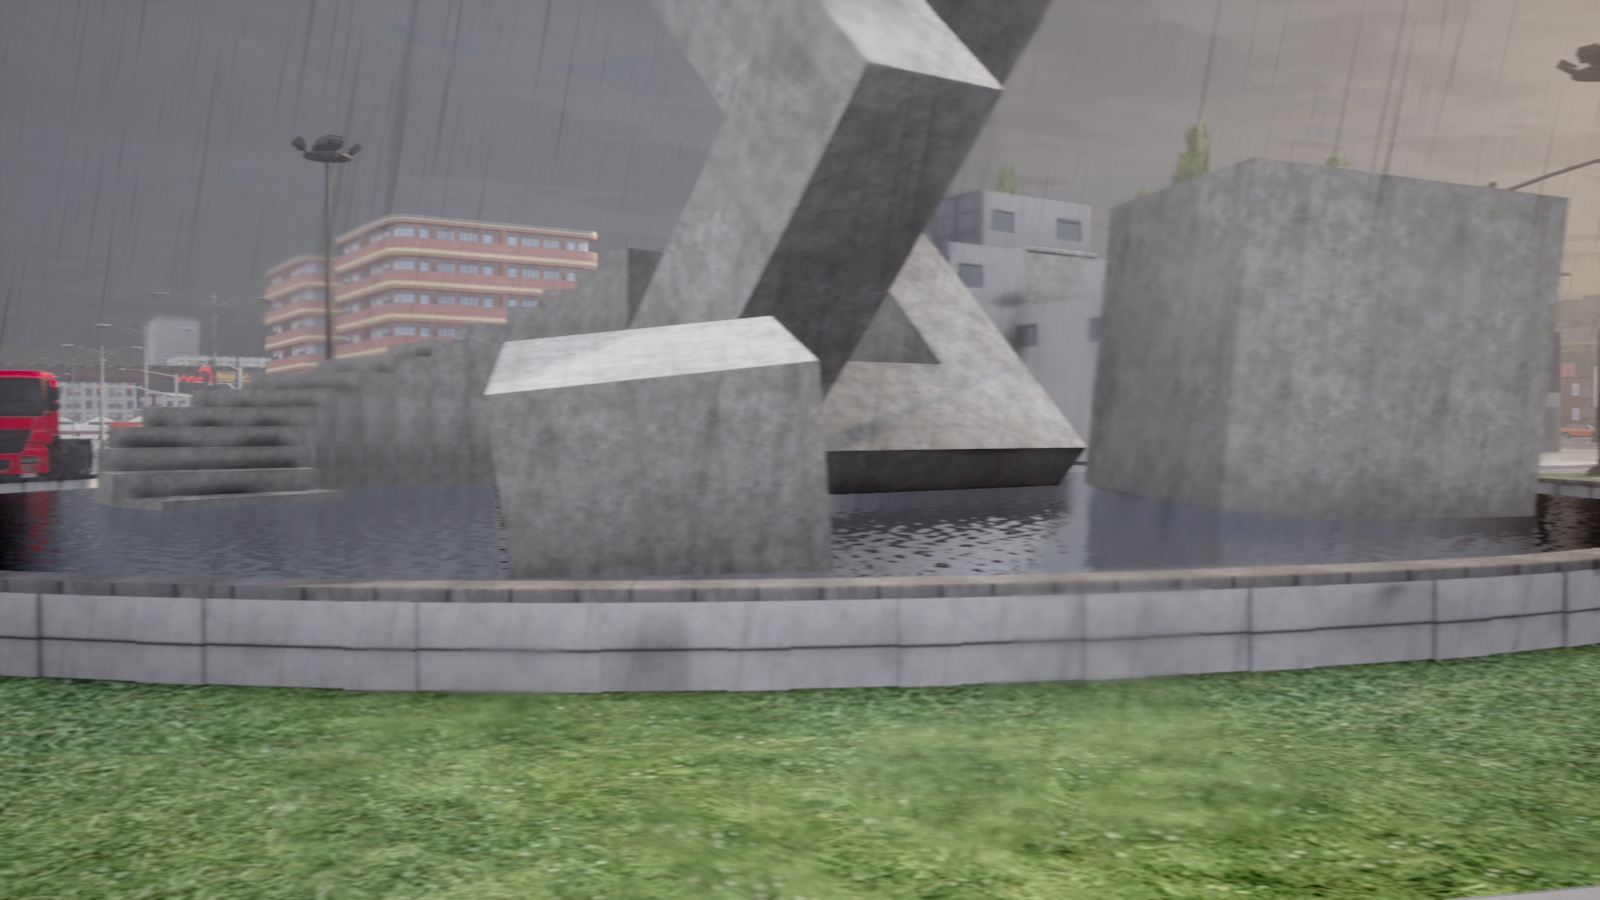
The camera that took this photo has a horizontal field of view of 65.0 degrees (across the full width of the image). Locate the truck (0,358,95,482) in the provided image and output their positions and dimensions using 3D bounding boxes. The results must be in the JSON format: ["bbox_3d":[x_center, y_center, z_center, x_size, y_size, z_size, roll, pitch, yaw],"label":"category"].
[{"bbox_3d":[-24.249,-0.909,38.836,2.891,3.462,7.936,0,1,-19],"label":"truck"}]
